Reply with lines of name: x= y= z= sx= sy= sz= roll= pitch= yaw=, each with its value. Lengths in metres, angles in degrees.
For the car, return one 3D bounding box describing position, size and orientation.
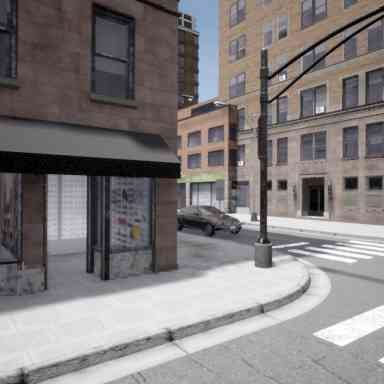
car: x=0.650 y=1.445 z=17.944 sx=1.812 sy=1.442 sz=4.674 roll=0 pitch=0 yaw=-34
